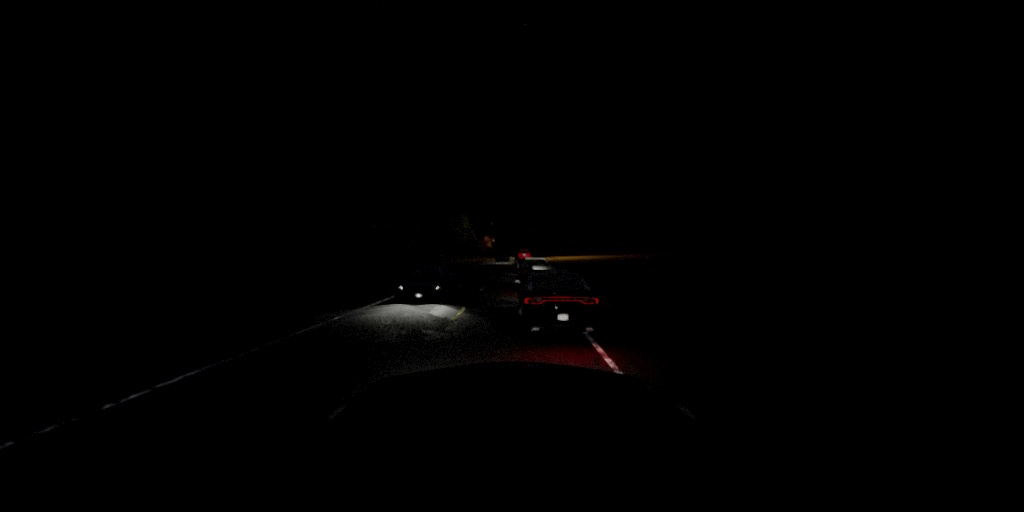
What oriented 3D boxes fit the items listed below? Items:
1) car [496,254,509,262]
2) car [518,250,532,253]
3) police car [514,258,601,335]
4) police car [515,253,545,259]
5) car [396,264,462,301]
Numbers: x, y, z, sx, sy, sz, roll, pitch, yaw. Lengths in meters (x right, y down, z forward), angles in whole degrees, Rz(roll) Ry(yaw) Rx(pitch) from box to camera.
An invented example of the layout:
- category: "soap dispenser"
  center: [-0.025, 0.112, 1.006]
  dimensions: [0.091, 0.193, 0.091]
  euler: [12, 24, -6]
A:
- category: "car"
  center: [-1.514, 0.296, 58.396]
  dimensions: [2.033, 1.411, 5.357]
  euler: [0, 1, 5]
- category: "car"
  center: [2.135, -0.069, 60.396]
  dimensions: [2.150, 2.045, 5.566]
  euler: [0, 1, 4]
- category: "police car"
  center: [1.105, 1.030, 10.096]
  dimensions: [1.930, 1.638, 5.238]
  euler: [0, 1, 1]
- category: "police car"
  center: [1.283, 0.857, 20.060]
  dimensions: [1.930, 1.638, 5.238]
  euler: [0, 1, 1]
- category: "car"
  center: [-3.439, 1.047, 16.002]
  dimensions: [2.033, 1.411, 5.357]
  euler: [0, 1, 1]
